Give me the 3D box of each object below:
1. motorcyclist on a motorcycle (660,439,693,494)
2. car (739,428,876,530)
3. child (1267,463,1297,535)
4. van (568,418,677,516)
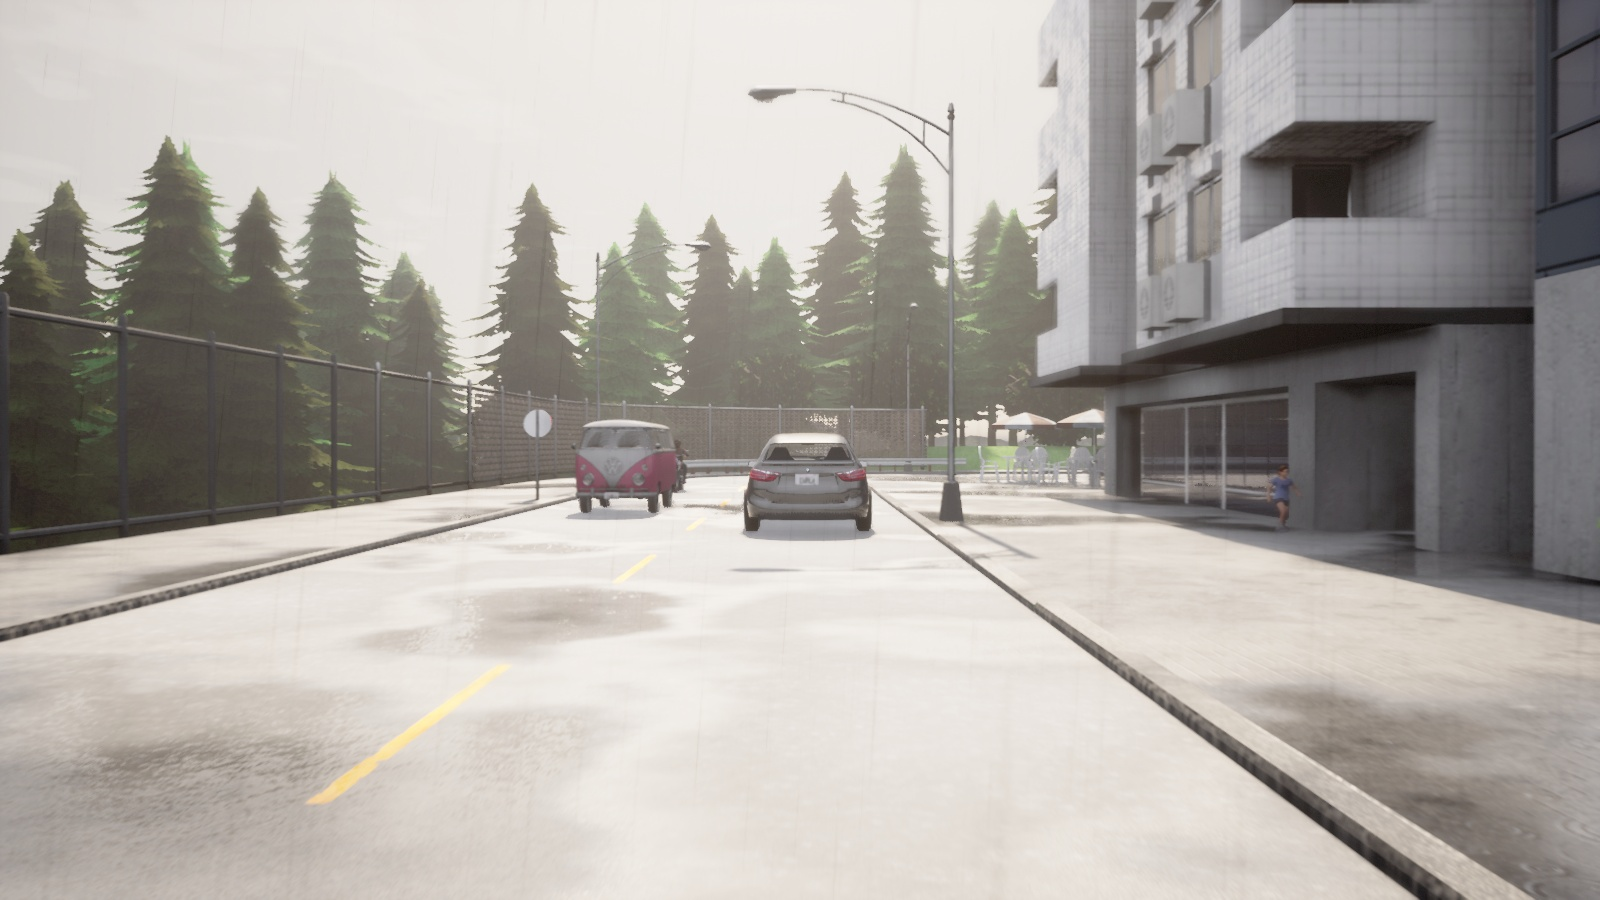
[{"bbox_3d":[-3.776,0.477,38.429,0.766,1.649,2.350,0,0,0],"label":"motorcyclist on a motorcycle"},{"bbox_3d":[0.143,0.462,22.852,2.242,1.667,4.611,0,0,0],"label":"car"},{"bbox_3d":[7.467,0.753,19.449,0.255,1.110,0.394,0,0,-13],"label":"child"},{"bbox_3d":[-3.829,0.340,27.767,1.775,1.987,4.442,0,0,0],"label":"van"}]
